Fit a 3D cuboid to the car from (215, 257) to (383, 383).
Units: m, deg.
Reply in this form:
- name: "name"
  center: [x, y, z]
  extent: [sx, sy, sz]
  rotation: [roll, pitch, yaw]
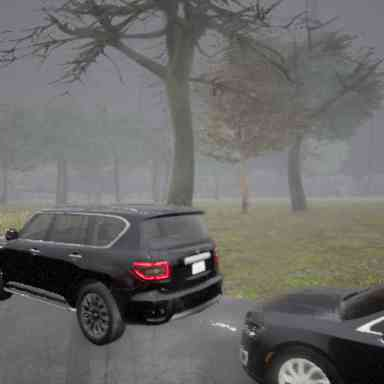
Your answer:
- name: "car"
  center: [2.817, 1.525, 3.134]
  extent: [4.892, 1.490, 1.837]
  rotation: [0, 0, 36]

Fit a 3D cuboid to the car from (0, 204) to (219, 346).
- name: "car"
  center: [-2.079, 1.251, 6.655]
  extent: [5.566, 2.045, 2.150]
  rotation: [0, 0, 36]
